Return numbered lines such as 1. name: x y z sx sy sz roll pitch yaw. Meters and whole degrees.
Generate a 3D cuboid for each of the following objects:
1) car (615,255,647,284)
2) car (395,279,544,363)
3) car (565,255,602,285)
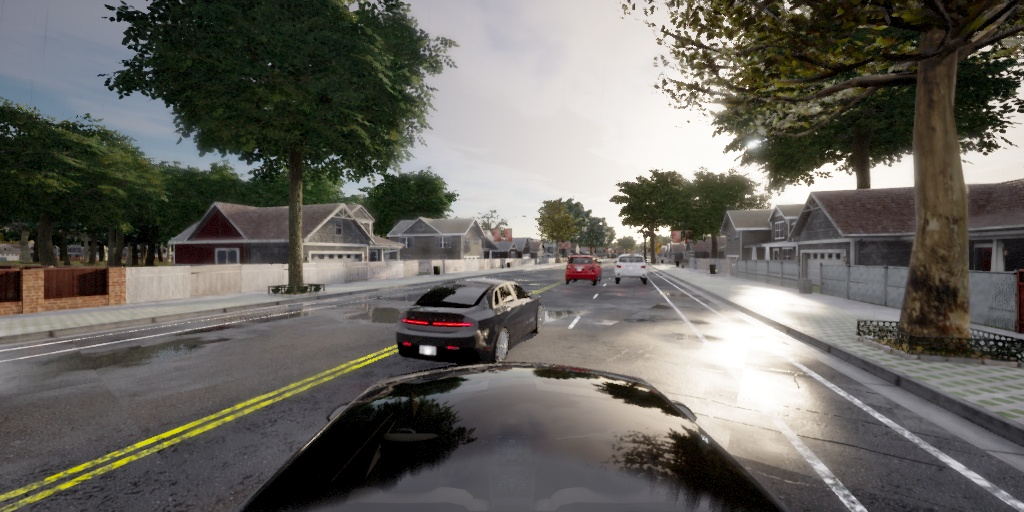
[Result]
1. car: 9.036 0.960 27.278 2.150 2.045 5.566 0 -1 18
2. car: -0.600 1.256 8.071 1.837 1.490 4.892 0 0 18
3. car: 5.294 0.974 26.266 2.150 2.045 5.566 0 0 18
